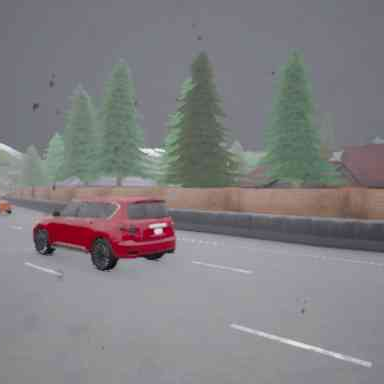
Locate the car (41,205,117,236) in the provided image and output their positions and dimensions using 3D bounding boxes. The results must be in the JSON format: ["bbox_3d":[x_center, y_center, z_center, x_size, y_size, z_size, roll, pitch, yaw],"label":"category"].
[{"bbox_3d":[-6.313,1.469,18.350,4.718,1.301,1.895,1,0,42],"label":"car"}]

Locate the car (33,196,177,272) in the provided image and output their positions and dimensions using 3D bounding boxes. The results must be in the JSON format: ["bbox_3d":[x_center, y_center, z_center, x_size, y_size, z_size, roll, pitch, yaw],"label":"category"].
[{"bbox_3d":[-3.013,1.151,10.888,5.566,2.045,2.150,1,0,39],"label":"car"}]

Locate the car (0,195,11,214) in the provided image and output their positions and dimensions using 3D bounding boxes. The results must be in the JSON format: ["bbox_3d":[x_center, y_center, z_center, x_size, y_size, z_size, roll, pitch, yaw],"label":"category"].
[{"bbox_3d":[-18.215,1.054,30.544,2.097,1.767,4.553,0,0,-41],"label":"car"}]
